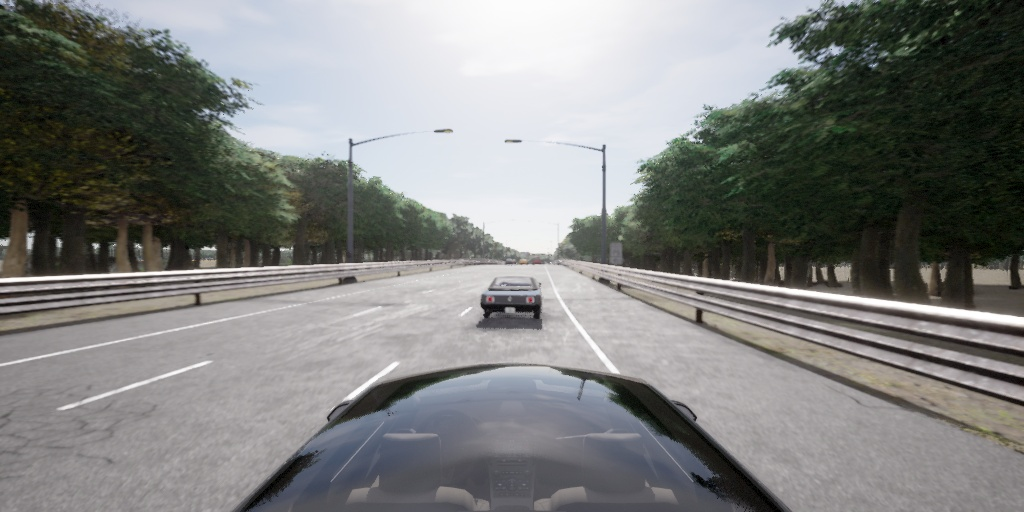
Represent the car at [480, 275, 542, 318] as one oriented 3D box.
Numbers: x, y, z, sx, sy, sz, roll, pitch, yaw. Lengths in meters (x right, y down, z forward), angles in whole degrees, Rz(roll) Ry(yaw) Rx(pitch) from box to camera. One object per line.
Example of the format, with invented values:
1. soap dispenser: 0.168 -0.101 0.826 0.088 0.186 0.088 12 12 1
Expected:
1. car: 0.123 1.340 12.985 1.895 1.301 4.718 0 0 5
